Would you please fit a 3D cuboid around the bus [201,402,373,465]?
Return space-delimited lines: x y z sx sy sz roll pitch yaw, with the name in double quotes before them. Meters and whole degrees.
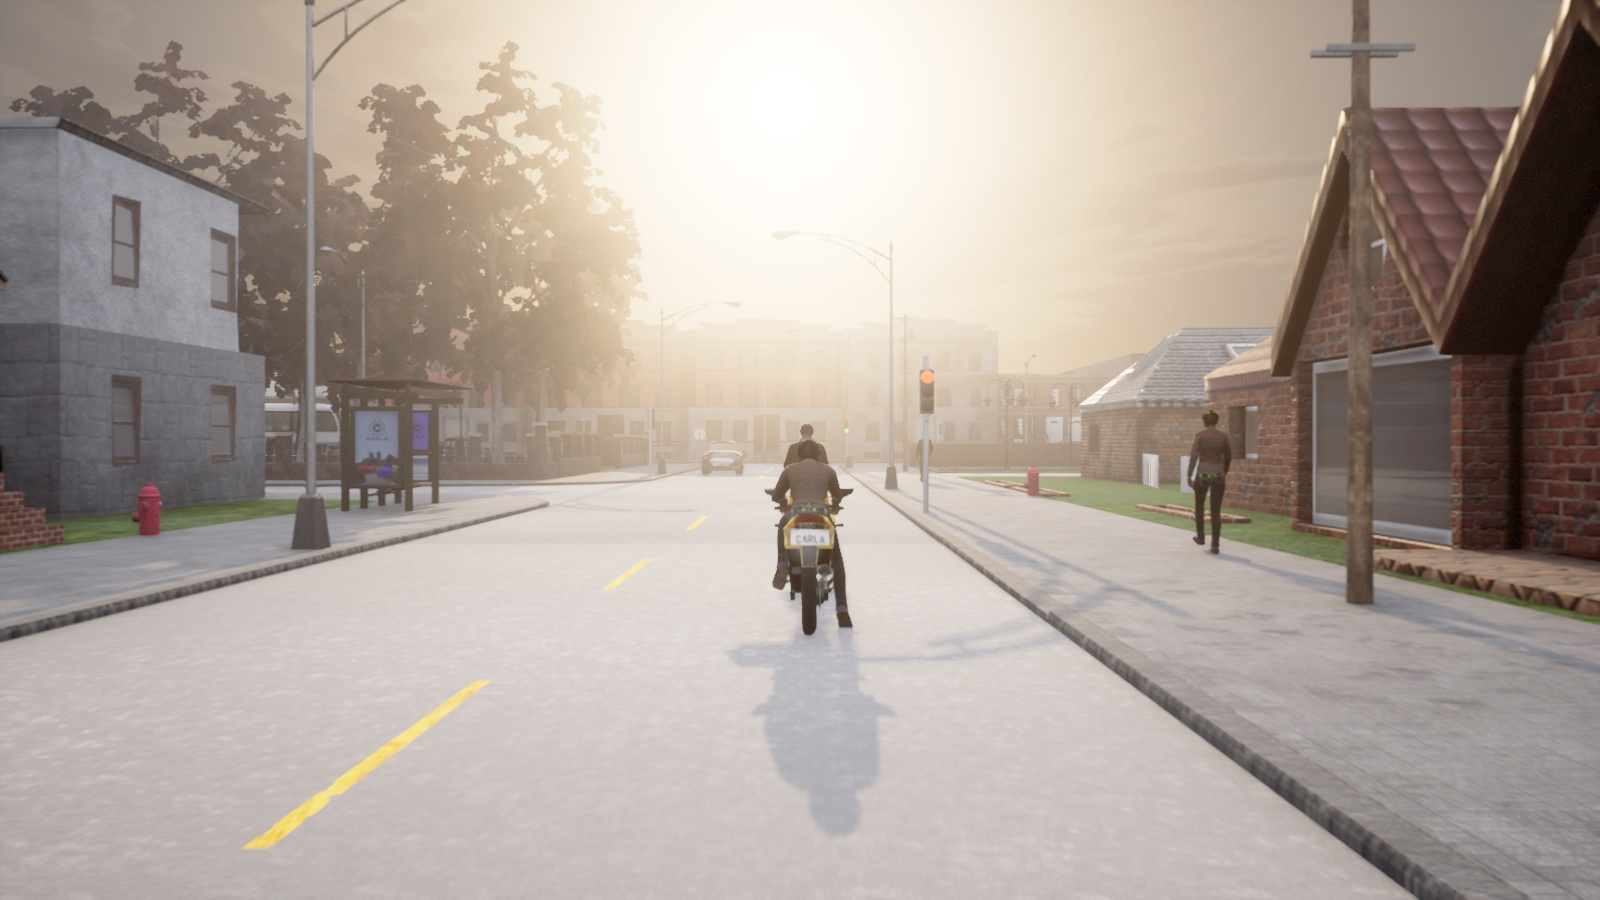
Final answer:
"bus" -35.229 -1.145 86.535 10.273 4.253 3.944 0 0 1

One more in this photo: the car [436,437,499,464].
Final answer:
"car" -22.873 0.037 86.496 3.866 1.878 1.905 0 0 1

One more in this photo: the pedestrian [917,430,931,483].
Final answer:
"pedestrian" 4.324 0.211 43.795 0.431 1.840 0.703 0 0 0

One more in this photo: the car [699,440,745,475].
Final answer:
"car" -3.712 0.333 60.570 2.033 1.649 4.856 0 0 -1

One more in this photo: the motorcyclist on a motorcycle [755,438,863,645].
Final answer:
"motorcyclist on a motorcycle" 0.073 0.671 10.294 0.797 1.523 2.044 0 0 0

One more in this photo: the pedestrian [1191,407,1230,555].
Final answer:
"pedestrian" 5.134 0.372 15.742 0.328 1.805 0.869 0 0 9
